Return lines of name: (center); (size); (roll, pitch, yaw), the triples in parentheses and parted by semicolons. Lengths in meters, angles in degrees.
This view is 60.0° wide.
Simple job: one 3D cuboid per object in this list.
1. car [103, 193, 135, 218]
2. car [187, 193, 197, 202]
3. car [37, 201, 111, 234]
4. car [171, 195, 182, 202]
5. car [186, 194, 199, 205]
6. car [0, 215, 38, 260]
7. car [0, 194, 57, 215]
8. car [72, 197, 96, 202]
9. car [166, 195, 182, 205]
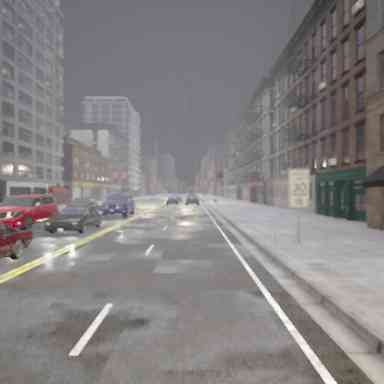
car: (-6.492, 1.129, 29.730); (2.150, 2.045, 5.566); (0, 0, 0)
car: (0.017, 1.127, 69.421); (2.097, 1.767, 4.553); (0, 0, 0)
car: (-6.553, 1.489, 19.255); (2.033, 1.411, 5.357); (0, 0, 0)
car: (-3.232, 1.325, 69.332); (1.994, 1.385, 4.181); (0, 0, 0)
car: (0.103, 1.175, 54.146); (2.097, 1.767, 4.553); (0, 0, 0)
car: (-6.589, 1.573, 9.611); (1.895, 1.301, 4.718); (0, 0, 0)
car: (-9.804, 1.163, 19.653); (2.150, 2.045, 5.566); (0, 0, 0)
car: (-9.742, 1.261, 29.643); (2.097, 1.767, 4.553); (0, 0, 0)
car: (-3.137, 1.346, 55.154); (1.812, 1.442, 4.674); (0, 0, 0)
